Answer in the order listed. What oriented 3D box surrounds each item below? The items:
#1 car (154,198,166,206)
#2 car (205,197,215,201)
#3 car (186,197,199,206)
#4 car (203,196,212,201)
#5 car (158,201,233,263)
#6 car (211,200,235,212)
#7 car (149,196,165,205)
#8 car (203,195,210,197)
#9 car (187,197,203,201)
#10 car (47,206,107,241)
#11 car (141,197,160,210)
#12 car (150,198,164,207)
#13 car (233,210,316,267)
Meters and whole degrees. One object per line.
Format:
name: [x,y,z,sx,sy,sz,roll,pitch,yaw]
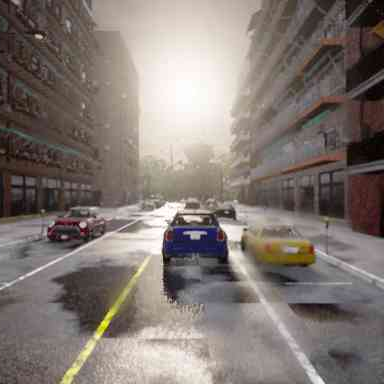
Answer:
car: [-5.816,1.804,61.434,1.802,1.307,4.206,1,0,0]
car: [2.834,1.665,39.299,1.752,1.417,4.829,1,0,0]
car: [0.097,1.705,59.060,2.128,1.511,4.902,0,0,0]
car: [2.833,1.731,50.265,2.008,1.369,4.403,1,0,0]
car: [0.069,1.395,12.282,2.097,1.767,4.553,0,0,-1]
car: [2.769,1.668,28.634,1.947,1.339,4.313,1,0,0]
car: [-5.811,1.496,50.298,2.192,1.841,5.009,1,0,0]
car: [2.835,1.537,61.402,2.192,1.841,5.009,1,0,0]
car: [0.096,1.631,42.836,1.882,1.535,5.008,0,0,0]
car: [-5.699,1.500,16.889,1.967,1.590,4.097,1,0,0]
car: [-5.814,1.711,44.729,2.008,1.369,4.403,1,0,0]
car: [-5.815,1.767,55.866,1.947,1.339,4.313,1,0,0]
car: [2.708,1.566,11.459,1.752,1.417,4.829,1,0,0]
